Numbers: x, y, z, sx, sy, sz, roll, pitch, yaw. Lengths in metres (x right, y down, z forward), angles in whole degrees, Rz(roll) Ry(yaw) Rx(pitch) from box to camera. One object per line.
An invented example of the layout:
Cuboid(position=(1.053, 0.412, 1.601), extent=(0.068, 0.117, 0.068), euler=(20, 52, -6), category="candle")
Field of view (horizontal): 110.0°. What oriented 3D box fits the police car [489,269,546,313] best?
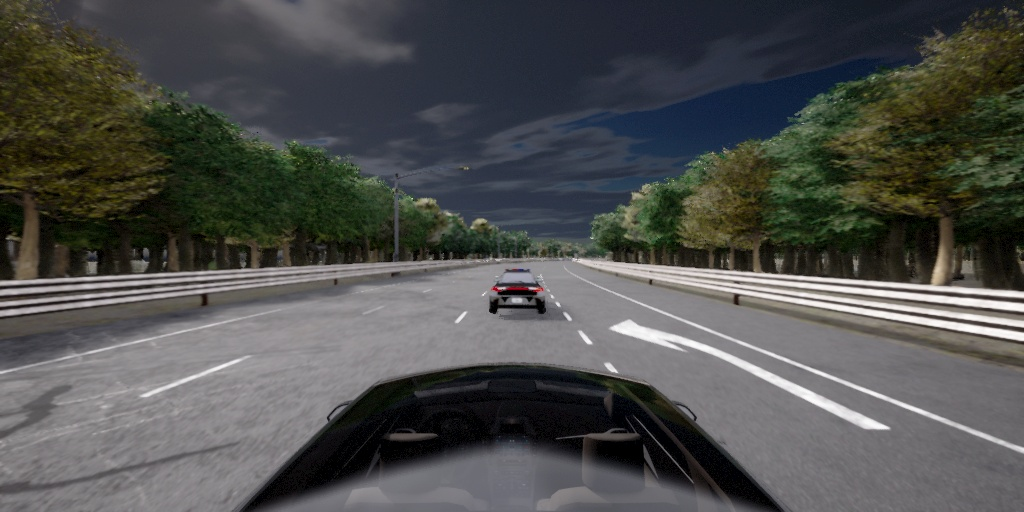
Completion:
Cuboid(position=(0.234, 1.285, 14.161), extent=(2.038, 1.542, 4.974), euler=(0, 0, 1), category="police car")
